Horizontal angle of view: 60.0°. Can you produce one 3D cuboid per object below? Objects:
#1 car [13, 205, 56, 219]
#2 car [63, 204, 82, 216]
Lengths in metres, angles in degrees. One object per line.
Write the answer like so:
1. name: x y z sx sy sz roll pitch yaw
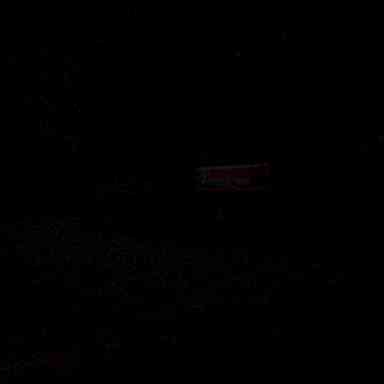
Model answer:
1. car: -16.779 2.060 35.610 1.947 1.339 4.313 -1 -1 35
2. car: -13.516 2.103 40.251 1.802 1.307 4.206 -1 -1 35
